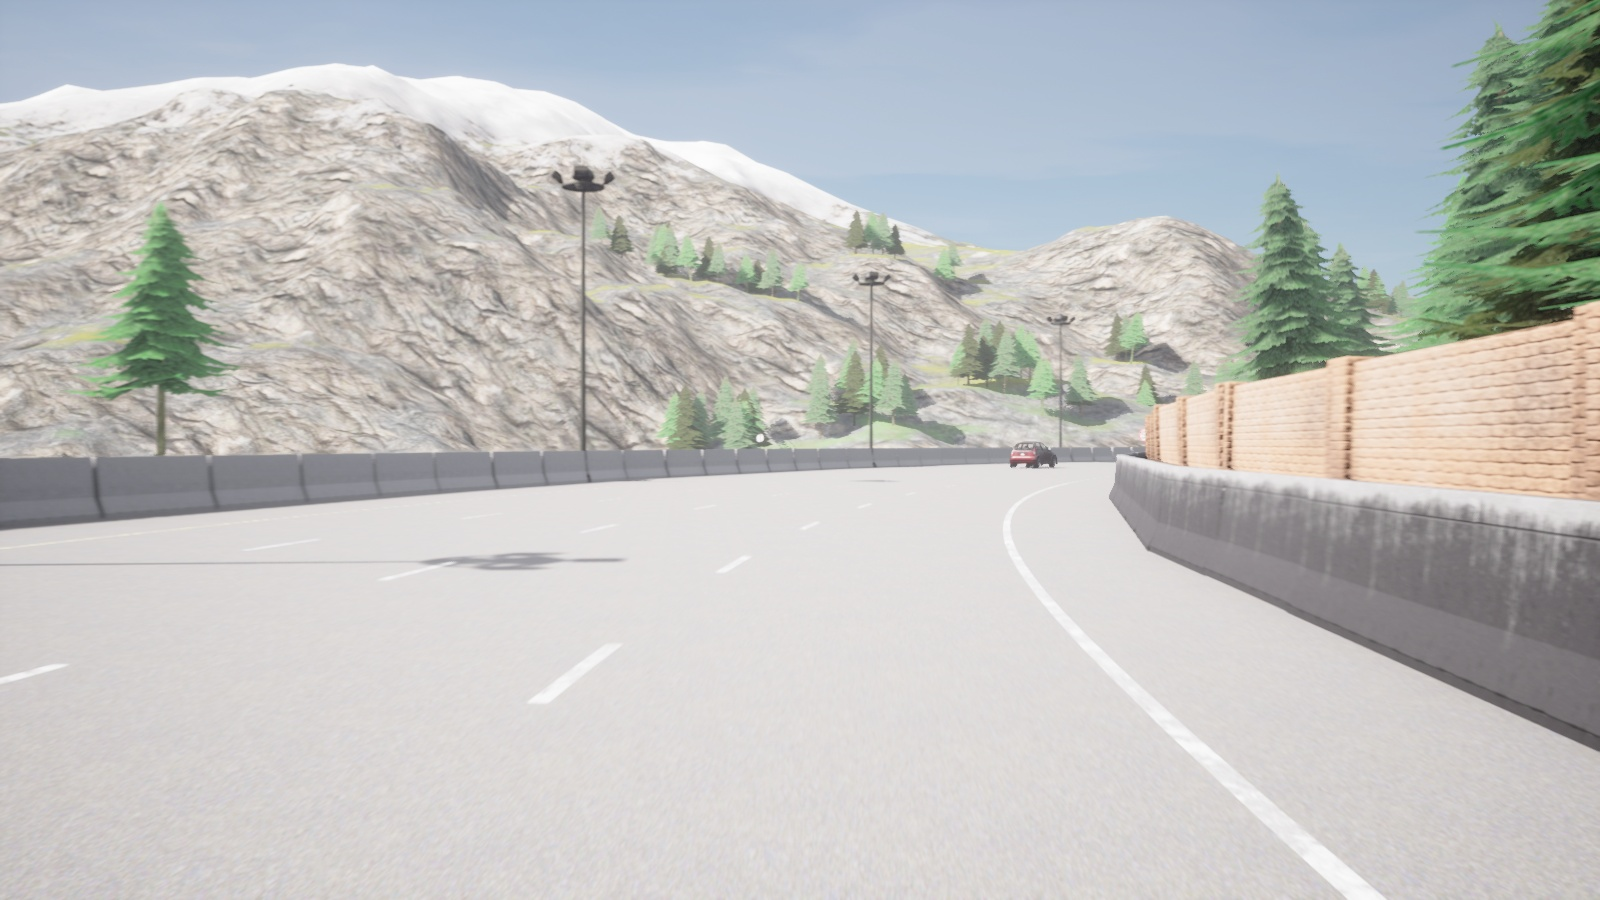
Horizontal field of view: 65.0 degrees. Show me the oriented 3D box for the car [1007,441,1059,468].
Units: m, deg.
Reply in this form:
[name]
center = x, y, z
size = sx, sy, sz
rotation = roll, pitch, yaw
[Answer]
[car]
center = 14.228, 0.271, 76.435
size = 1.851, 1.617, 3.988
rotation = 0, 0, 31
